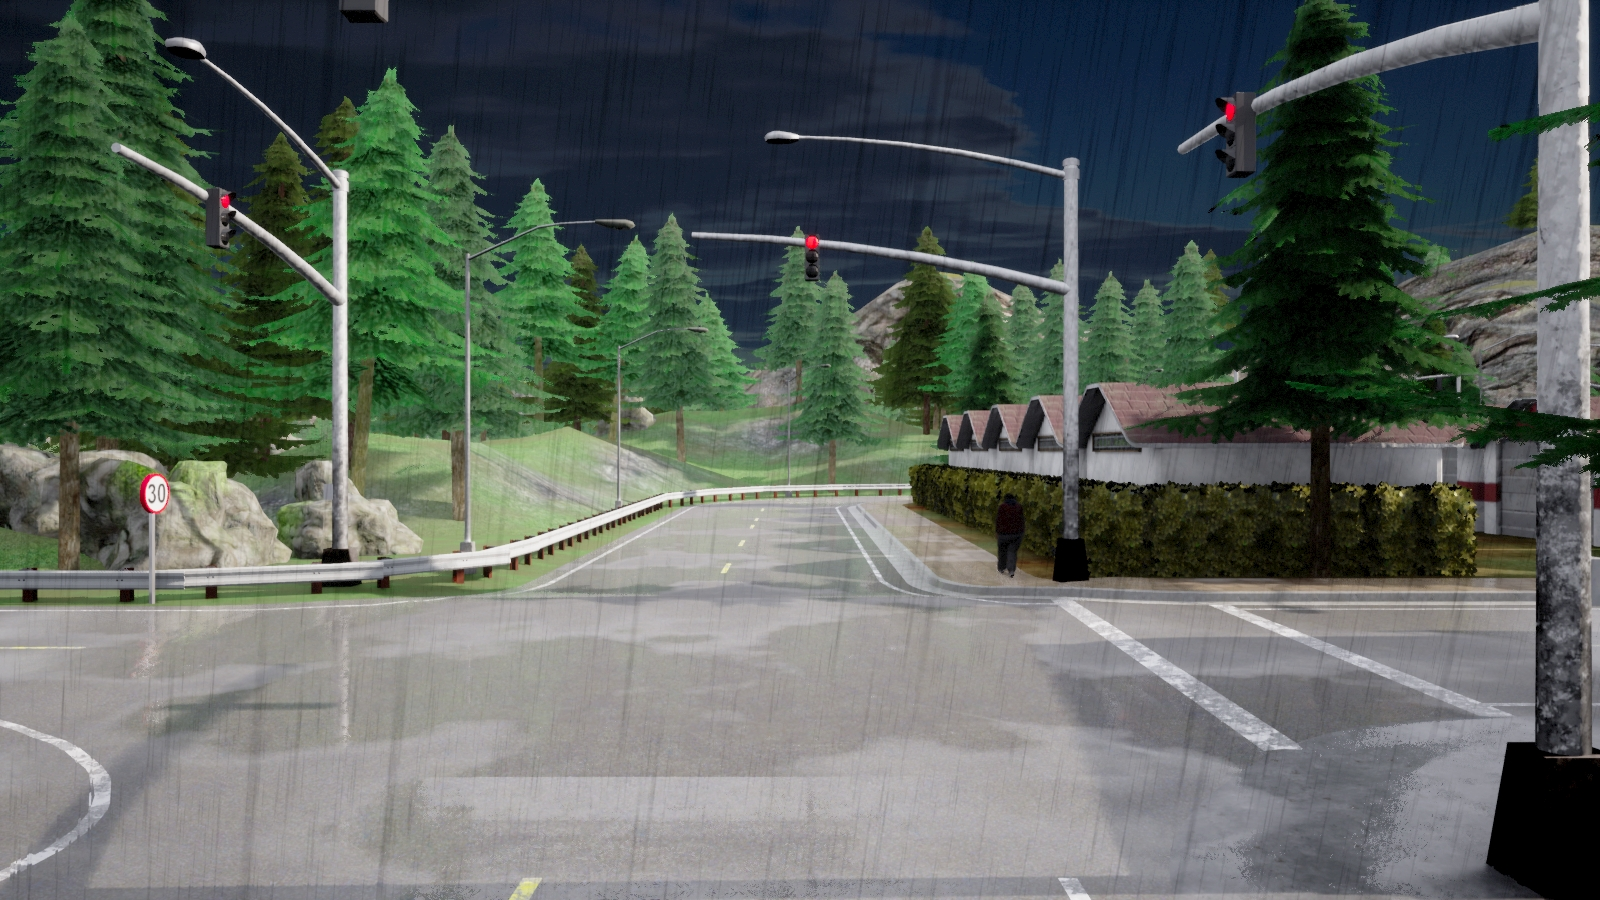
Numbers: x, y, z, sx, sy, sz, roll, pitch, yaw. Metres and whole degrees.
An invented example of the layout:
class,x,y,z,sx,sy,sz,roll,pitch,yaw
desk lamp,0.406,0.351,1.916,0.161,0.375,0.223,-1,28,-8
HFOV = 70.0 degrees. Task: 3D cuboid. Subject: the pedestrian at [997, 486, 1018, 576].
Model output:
class,x,y,z,sx,sy,sz,roll,pitch,yaw
pedestrian,4.346,1.691,23.943,0.375,1.860,0.375,0,0,0
